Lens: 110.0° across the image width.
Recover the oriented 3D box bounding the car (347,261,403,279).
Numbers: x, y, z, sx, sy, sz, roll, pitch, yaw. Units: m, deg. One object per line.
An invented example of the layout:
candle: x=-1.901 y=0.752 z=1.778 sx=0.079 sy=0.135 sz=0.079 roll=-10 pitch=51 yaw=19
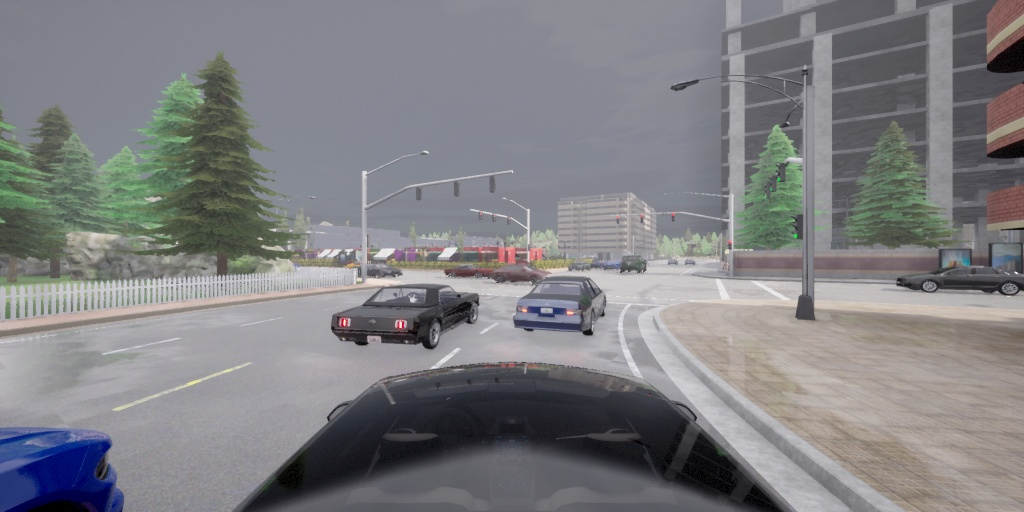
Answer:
car: x=-12.647 y=1.353 z=33.436 sx=5.357 sy=1.411 sz=2.033 roll=0 pitch=0 yaw=30

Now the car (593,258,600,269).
car: x=13.270 y=1.351 z=54.817 sx=1.895 sy=1.301 sz=4.718 roll=0 pitch=0 yaw=30

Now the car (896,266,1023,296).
car: x=24.995 y=1.310 z=20.017 sx=4.892 sy=1.490 sz=1.837 roll=0 pitch=0 yaw=30

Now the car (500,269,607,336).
car: x=1.655 y=1.297 z=10.576 sx=2.033 sy=1.411 sz=5.357 roll=0 pitch=0 yaw=20

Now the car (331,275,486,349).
car: x=-2.278 y=1.351 z=9.211 sx=1.895 sy=1.301 sz=4.718 roll=0 pitch=0 yaw=11

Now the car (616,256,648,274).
car: x=14.143 y=0.969 z=41.640 sx=2.150 sy=2.045 sz=5.566 roll=0 pitch=0 yaw=29

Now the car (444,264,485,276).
car: x=-3.765 y=1.396 z=32.353 sx=4.718 sy=1.301 sz=1.895 roll=0 pitch=0 yaw=30

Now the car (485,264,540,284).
car: x=0.719 y=1.311 z=25.736 sx=4.674 sy=1.442 sz=1.812 roll=0 pitch=0 yaw=30

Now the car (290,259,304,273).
car: x=-25.815 y=1.283 z=41.049 sx=5.008 sy=1.535 sz=1.882 roll=0 pitch=0 yaw=30

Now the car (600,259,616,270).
car: x=13.943 y=1.228 z=48.927 sx=1.882 sy=1.535 sz=5.008 roll=0 pitch=0 yaw=30

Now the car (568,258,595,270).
car: x=8.939 y=1.314 z=47.202 sx=1.994 sy=1.385 sz=4.181 roll=0 pitch=0 yaw=30
